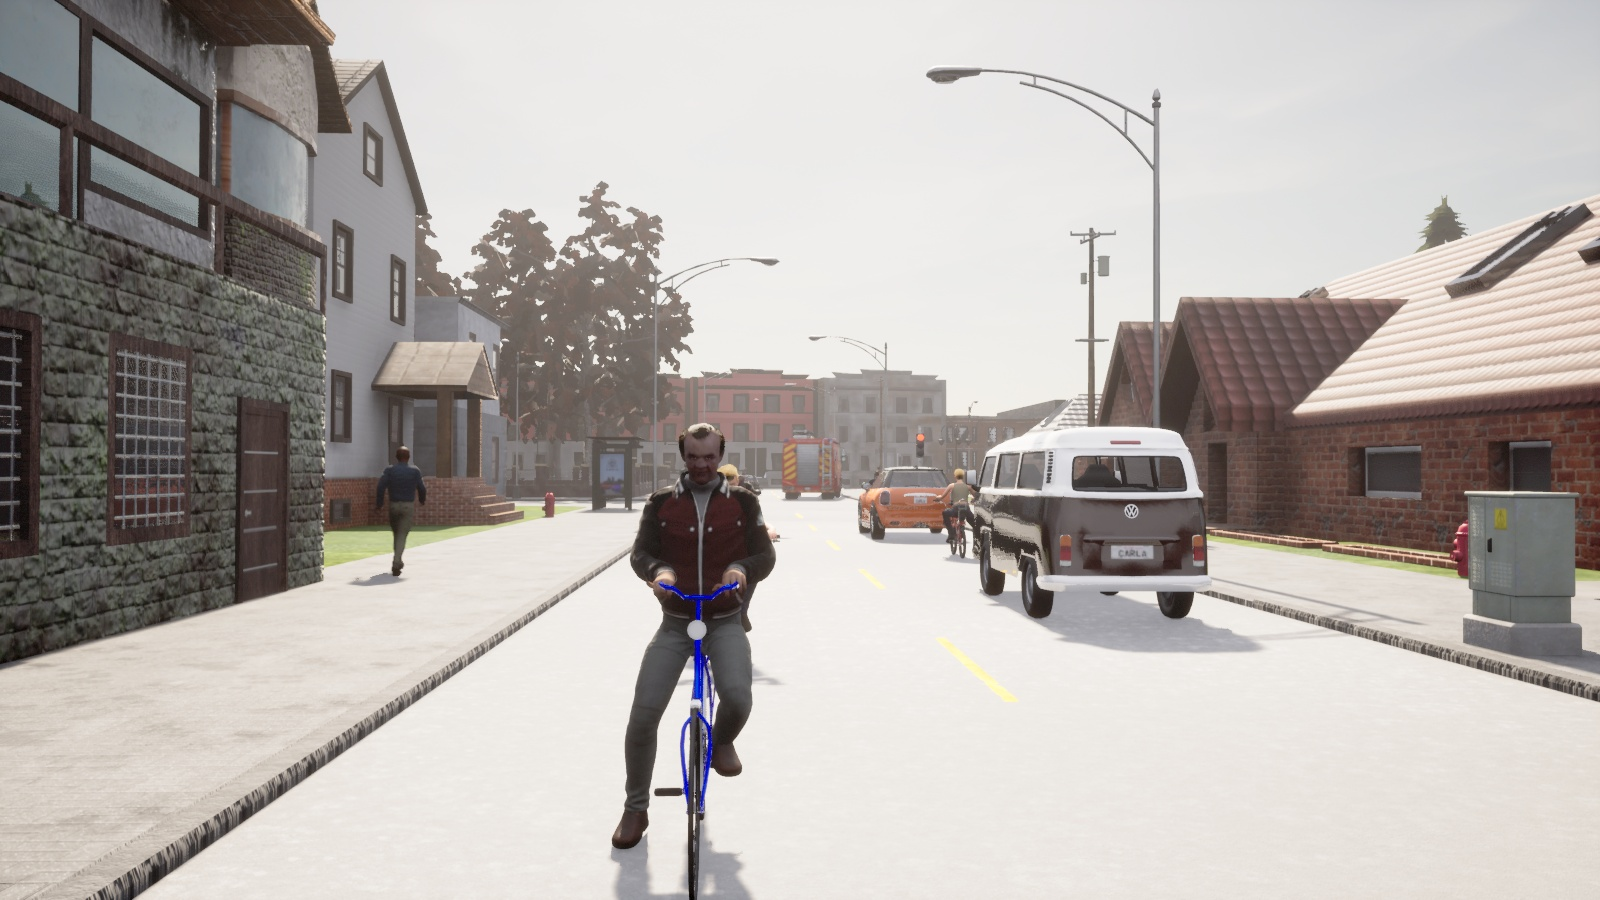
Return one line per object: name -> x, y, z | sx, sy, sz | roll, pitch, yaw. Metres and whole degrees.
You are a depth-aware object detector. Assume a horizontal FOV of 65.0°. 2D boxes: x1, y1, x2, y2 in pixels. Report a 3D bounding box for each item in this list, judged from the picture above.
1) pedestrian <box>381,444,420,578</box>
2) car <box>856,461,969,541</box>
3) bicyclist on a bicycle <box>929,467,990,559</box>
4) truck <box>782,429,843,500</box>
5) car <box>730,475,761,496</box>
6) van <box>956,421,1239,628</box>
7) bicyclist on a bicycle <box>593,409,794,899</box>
pedestrian -> -5.583, 0.841, 17.565 | 0.370, 1.835, 0.726 | 0, -1, -6
car -> 2.603, 1.169, 30.248 | 2.097, 1.767, 4.553 | 0, -1, -3
bicyclist on a bicycle -> 2.899, 1.124, 22.953 | 0.866, 1.612, 1.509 | 0, -1, -2
truck -> 0.807, 0.866, 72.800 | 2.891, 3.827, 8.468 | 0, -1, 5
car -> -3.554, 2.286, 80.992 | 1.895, 1.301, 4.718 | 0, -1, -4
van -> 3.239, 0.772, 14.712 | 2.069, 2.038, 4.480 | 0, -1, -2
bicyclist on a bicycle -> -0.398, 0.772, 5.058 | 0.659, 1.776, 1.843 | 0, -1, -3
